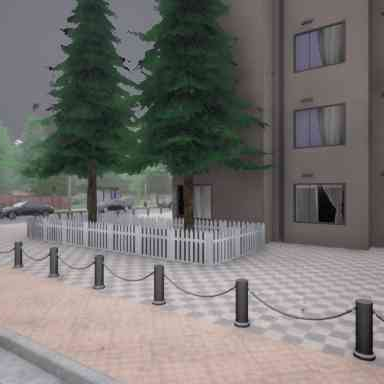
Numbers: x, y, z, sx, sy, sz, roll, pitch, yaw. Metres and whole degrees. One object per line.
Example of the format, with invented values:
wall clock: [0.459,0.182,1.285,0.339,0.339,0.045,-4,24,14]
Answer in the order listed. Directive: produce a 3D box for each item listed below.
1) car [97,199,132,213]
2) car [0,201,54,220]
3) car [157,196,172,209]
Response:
car: [-8.710,1.476,36.154,2.128,1.511,4.902,0,0,37]
car: [-14.299,1.510,28.692,1.812,1.442,4.674,0,0,37]
car: [-2.541,1.337,44.321,2.097,1.767,4.553,0,0,37]
